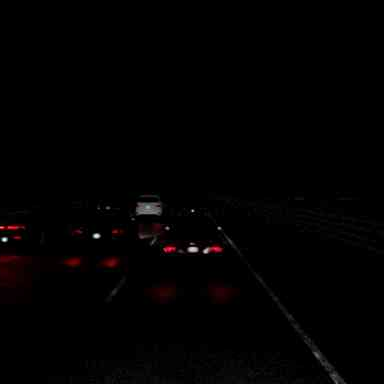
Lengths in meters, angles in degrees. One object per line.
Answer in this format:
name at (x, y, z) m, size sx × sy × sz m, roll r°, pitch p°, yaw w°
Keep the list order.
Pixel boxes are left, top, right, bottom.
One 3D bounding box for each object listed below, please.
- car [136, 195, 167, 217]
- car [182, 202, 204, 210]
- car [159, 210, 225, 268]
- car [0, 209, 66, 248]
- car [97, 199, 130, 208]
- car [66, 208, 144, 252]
car at (-3.433, 1.243, 28.867) m, size 2.150 × 2.045 × 5.566 m, roll 0°, pitch 0°, yaw 0°
car at (0.076, 1.586, 30.550) m, size 1.994 × 1.385 × 4.181 m, roll 0°, pitch 0°, yaw 0°
car at (0.044, 1.552, 11.187) m, size 2.033 × 1.411 × 5.357 m, roll 0°, pitch 0°, yaw 0°
car at (-6.930, 1.512, 14.808) m, size 1.837 × 1.490 × 4.892 m, roll 0°, pitch 0°, yaw 0°
car at (-6.931, 1.371, 29.636) m, size 2.097 × 1.767 × 4.553 m, roll 0°, pitch 0°, yaw 0°
car at (-3.433, 1.568, 14.021) m, size 1.994 × 1.385 × 4.181 m, roll 0°, pitch 0°, yaw 0°
